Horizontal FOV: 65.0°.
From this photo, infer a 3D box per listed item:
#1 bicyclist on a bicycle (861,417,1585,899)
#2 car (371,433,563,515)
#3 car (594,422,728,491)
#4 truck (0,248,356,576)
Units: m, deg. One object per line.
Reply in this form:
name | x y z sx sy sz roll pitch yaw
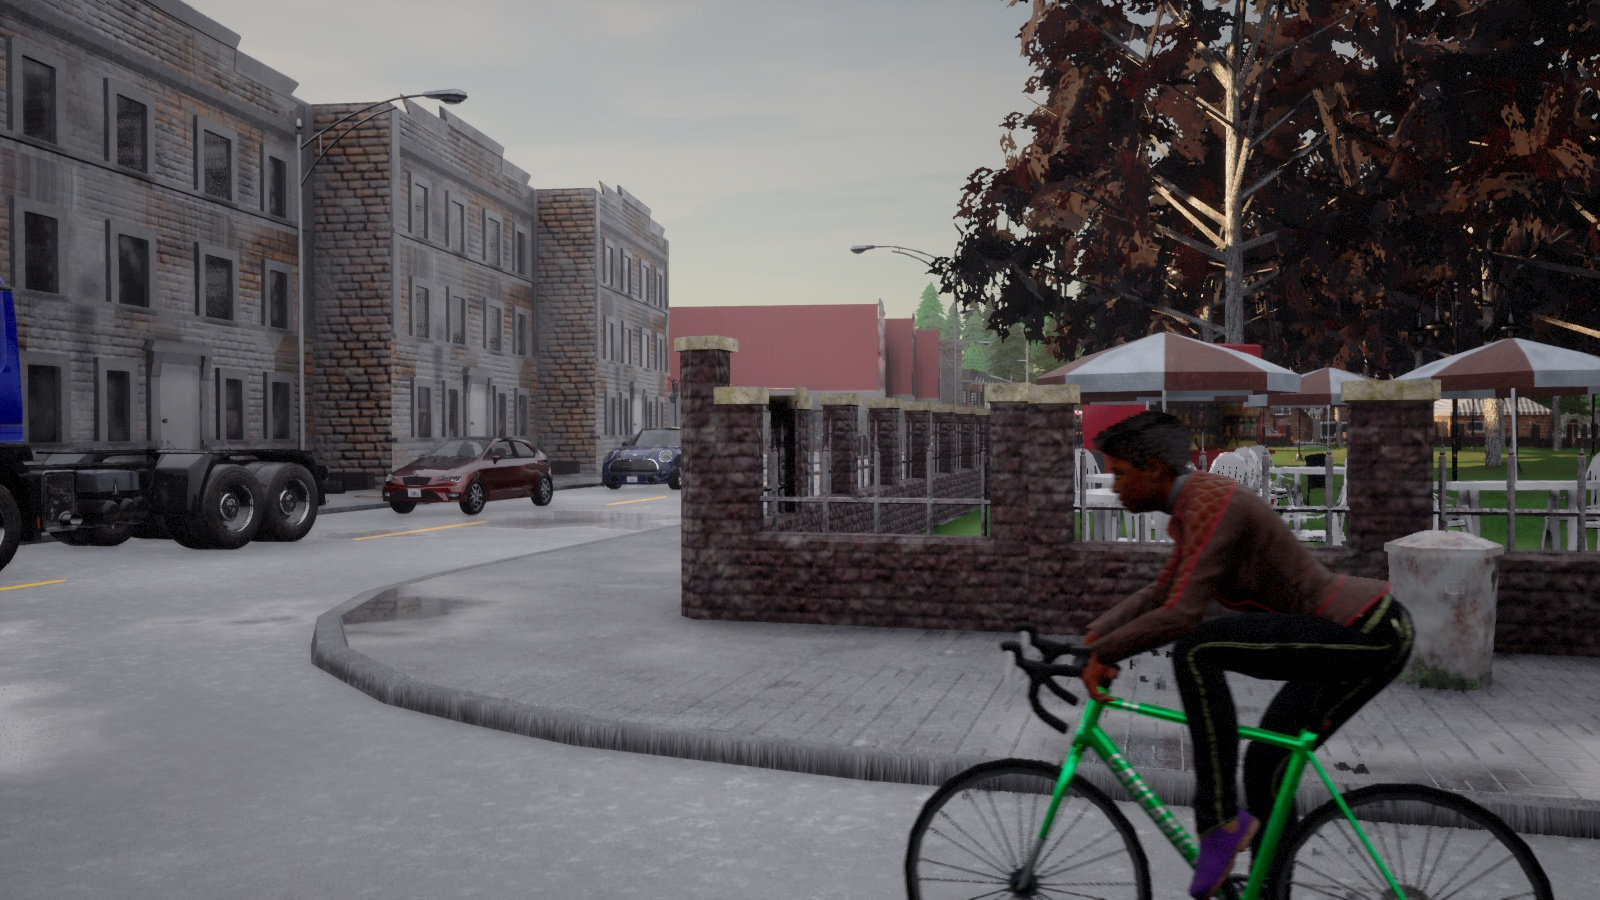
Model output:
bicyclist on a bicycle | 1.035 0.730 3.319 1.656 1.620 0.582 0 1 16
car | -6.526 0.413 25.123 1.816 1.474 4.193 0 1 16
car | -3.740 0.116 34.691 2.097 1.767 4.553 0 1 16
truck | -9.261 -0.441 15.699 2.891 3.462 7.936 0 1 16
